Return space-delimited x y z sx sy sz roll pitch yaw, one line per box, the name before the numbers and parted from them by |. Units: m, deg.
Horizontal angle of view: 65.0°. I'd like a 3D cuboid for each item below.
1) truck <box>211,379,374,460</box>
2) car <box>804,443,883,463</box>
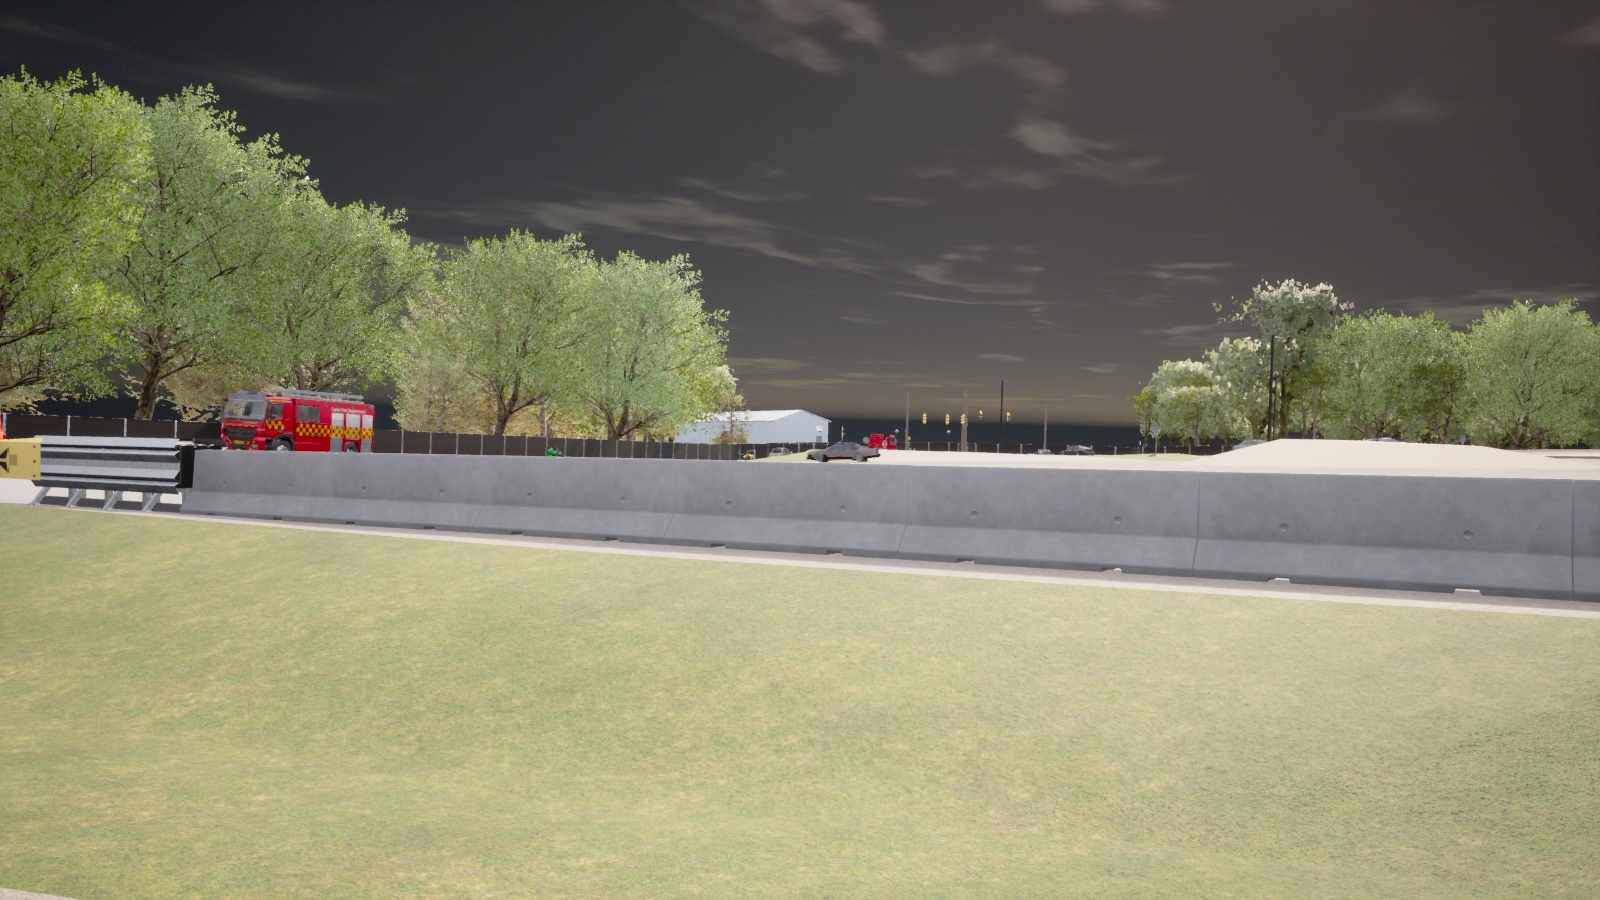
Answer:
truck | -27.472 -1.535 68.534 2.891 3.827 8.468 4 0 23
car | 3.171 0.229 91.500 5.357 1.411 2.033 -1 0 16
